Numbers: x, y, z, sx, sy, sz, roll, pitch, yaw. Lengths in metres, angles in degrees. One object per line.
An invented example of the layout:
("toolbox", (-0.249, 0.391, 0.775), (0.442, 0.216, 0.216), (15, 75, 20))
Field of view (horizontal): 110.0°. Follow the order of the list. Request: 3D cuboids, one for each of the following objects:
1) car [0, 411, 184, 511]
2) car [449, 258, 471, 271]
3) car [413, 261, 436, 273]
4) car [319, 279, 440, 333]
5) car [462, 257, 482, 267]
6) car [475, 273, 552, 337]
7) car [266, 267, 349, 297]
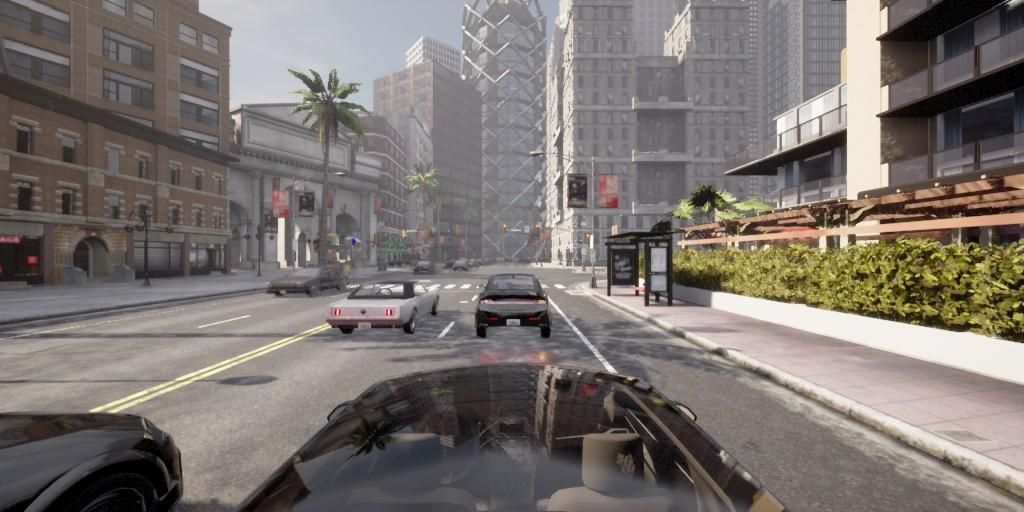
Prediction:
("car", (-3.392, 1.314, 0.849), (1.994, 1.385, 4.181), (0, 0, 0))
("car", (-6.937, 1.297, 48.410), (2.033, 1.411, 5.357), (0, 0, -5))
("car", (-10.693, 1.297, 44.407), (2.033, 1.411, 5.357), (0, 0, 0))
("car", (-3.457, 1.351, 10.668), (1.895, 1.301, 4.718), (0, 0, 0))
("car", (-7.193, 1.240, 64.248), (2.128, 1.511, 4.902), (0, 0, 0))
("car", (0.041, 1.241, 10.289), (2.128, 1.511, 4.902), (0, 0, 0))
("car", (-10.638, 1.297, 19.316), (2.033, 1.411, 5.357), (0, 0, 0))
